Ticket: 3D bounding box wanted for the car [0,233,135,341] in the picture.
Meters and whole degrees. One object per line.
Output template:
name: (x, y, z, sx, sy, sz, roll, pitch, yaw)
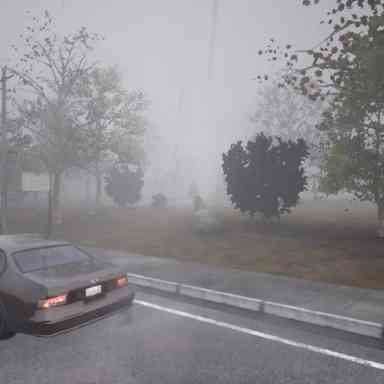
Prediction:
car: (-3.543, 1.548, 6.511, 5.357, 1.411, 2.033, 0, 0, 35)
